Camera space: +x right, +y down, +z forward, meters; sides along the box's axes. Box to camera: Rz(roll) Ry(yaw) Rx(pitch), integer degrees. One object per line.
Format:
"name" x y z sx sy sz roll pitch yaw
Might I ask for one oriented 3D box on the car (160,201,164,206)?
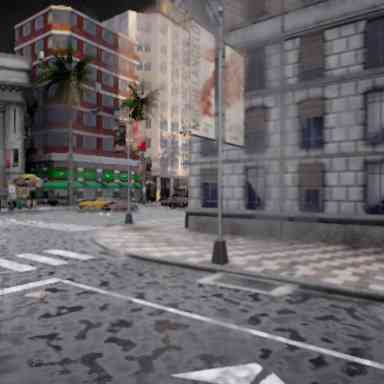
"car" -2.452 1.448 49.952 2.033 1.411 5.357 0 0 38

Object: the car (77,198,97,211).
"car" -10.858 1.378 38.602 1.882 1.535 5.008 0 0 36

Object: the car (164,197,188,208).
"car" -1.204 1.513 45.769 1.895 1.301 4.718 0 0 37

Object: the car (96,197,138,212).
"car" -7.934 1.475 36.668 1.994 1.385 4.181 0 0 36
